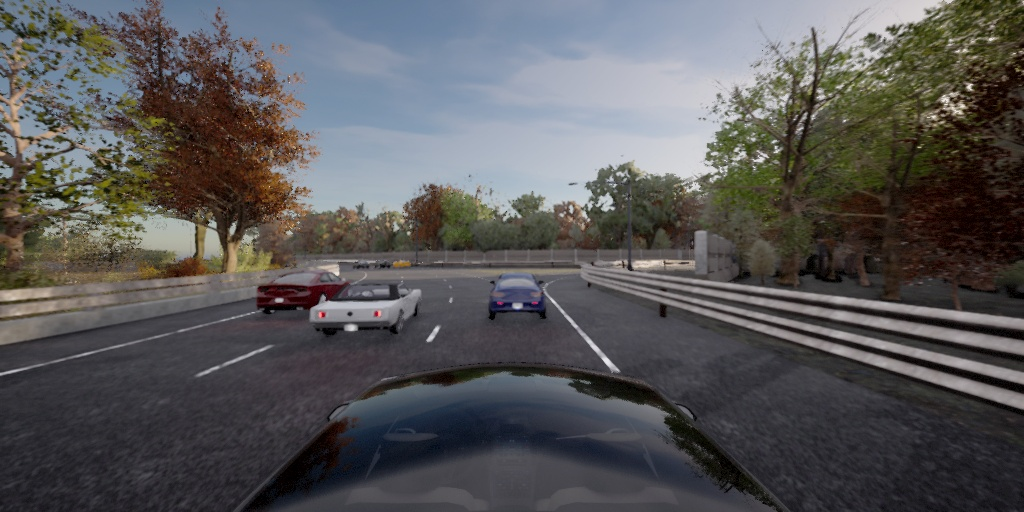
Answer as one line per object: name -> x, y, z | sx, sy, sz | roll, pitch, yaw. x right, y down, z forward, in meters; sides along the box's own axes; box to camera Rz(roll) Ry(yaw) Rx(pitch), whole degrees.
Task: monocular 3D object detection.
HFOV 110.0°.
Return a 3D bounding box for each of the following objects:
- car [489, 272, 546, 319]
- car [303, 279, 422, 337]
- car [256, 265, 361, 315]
car -> 0.183, 1.299, 12.826 | 1.812, 1.442, 4.674 | 0, 0, 0
car -> -3.914, 1.389, 10.539 | 1.895, 1.301, 4.718 | 0, 0, -5
car -> -7.818, 1.292, 14.082 | 1.882, 1.535, 5.008 | 0, 0, -6
